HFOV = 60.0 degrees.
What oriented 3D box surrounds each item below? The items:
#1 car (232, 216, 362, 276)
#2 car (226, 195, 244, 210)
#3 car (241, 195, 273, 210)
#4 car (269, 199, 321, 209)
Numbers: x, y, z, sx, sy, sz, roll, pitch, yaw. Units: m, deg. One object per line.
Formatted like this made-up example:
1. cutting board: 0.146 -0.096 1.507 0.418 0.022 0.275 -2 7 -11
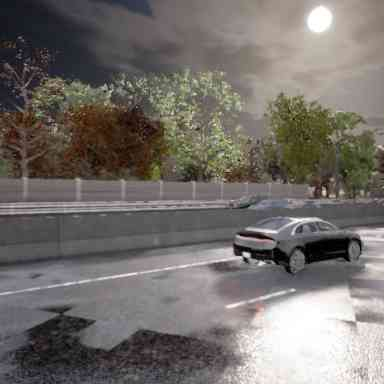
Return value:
1. car: 3.468 1.513 10.515 4.902 1.511 2.128 0 0 -35
2. car: 6.051 1.277 33.971 5.566 2.045 2.150 0 0 -35
3. car: 7.127 1.414 30.451 4.553 1.767 2.097 0 0 -35
4. car: 8.929 1.569 27.440 4.892 1.490 1.837 1 0 -35
